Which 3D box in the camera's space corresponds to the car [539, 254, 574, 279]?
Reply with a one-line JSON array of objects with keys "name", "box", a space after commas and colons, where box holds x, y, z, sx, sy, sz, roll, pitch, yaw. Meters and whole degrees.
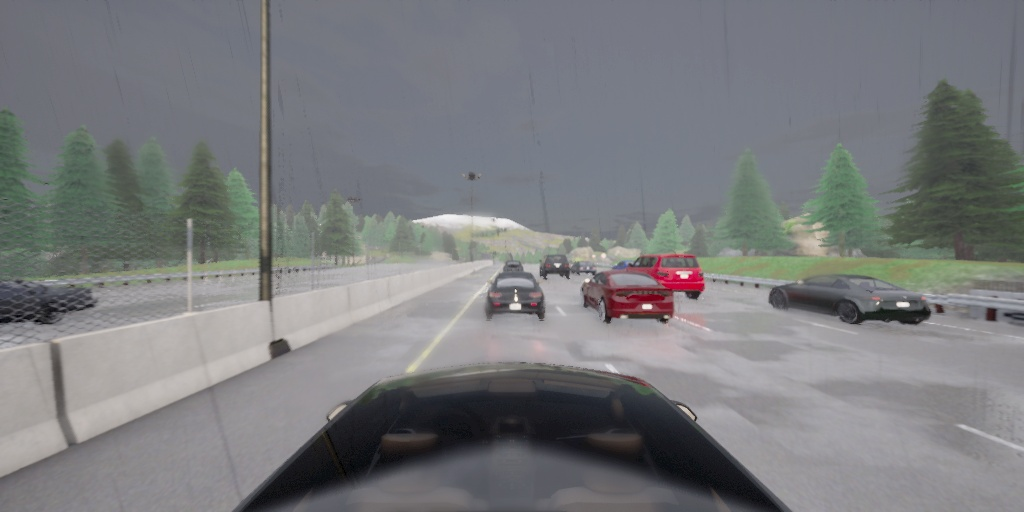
[{"name": "car", "box": [3.608, 0.881, 30.963, 2.150, 2.045, 5.566, 0, 0, 0]}]

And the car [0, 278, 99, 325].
[{"name": "car", "box": [-14.068, 1.273, 8.924, 2.033, 1.411, 5.357, 0, 0, 0]}]

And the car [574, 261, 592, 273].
[{"name": "car", "box": [7.108, 1.191, 36.039, 2.033, 1.411, 5.357, 0, 0, 0]}]

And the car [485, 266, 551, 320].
[{"name": "car", "box": [0.103, 1.241, 12.299, 1.812, 1.442, 4.674, 0, 0, 0]}]

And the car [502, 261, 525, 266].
[{"name": "car", "box": [0.109, 1.158, 33.225, 1.837, 1.490, 4.892, 0, 0, 0]}]

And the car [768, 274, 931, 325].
[{"name": "car", "box": [10.603, 1.281, 11.727, 1.994, 1.385, 4.181, 0, 0, 0]}]

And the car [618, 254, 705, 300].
[{"name": "car", "box": [7.105, 0.922, 17.467, 2.150, 2.045, 5.566, 0, 0, 0]}]

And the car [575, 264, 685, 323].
[{"name": "car", "box": [3.603, 1.194, 12.032, 1.882, 1.535, 5.008, 0, 0, 0]}]

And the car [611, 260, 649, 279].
[{"name": "car", "box": [10.607, 1.129, 32.673, 1.882, 1.535, 5.008, 0, 0, 0]}]
